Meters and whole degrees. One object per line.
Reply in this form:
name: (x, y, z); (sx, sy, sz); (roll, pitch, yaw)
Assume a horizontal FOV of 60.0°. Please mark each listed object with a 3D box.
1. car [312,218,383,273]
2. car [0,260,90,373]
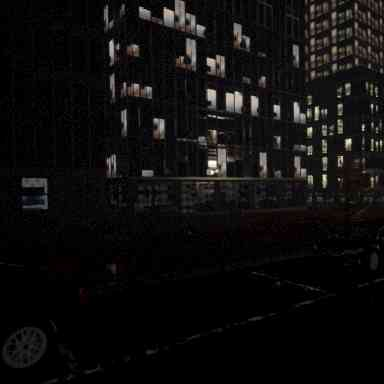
car: (5.595, 1.548, 10.537); (4.403, 1.369, 2.008); (0, -1, -35)
car: (-3.579, 1.545, 4.024); (4.507, 1.381, 1.887); (0, -1, -35)
